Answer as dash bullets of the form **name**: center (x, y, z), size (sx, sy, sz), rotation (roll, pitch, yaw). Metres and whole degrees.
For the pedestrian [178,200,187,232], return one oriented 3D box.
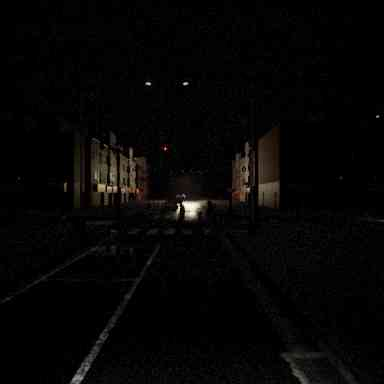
- **pedestrian**: center (-0.538, 1.305, 18.329), size (0.375, 1.860, 0.375), rotation (0, 0, 0)

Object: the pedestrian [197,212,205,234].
- **pedestrian**: center (0.512, 1.585, 17.729), size (0.375, 1.300, 0.375), rotation (0, 0, 0)

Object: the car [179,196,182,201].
- **car**: center (-2.635, 1.600, 44.197), size (1.887, 1.381, 4.507), rotation (0, 0, 0)

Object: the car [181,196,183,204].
- **car**: center (-2.636, 1.651, 49.803), size (1.802, 1.307, 4.206), rotation (0, 0, 0)

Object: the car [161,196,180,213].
- **car**: center (-2.635, 1.568, 38.423), size (1.752, 1.417, 4.829), rotation (0, 0, 0)

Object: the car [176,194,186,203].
- **car**: center (-2.637, 1.543, 61.014), size (1.967, 1.590, 4.097), rotation (0, 0, 0)

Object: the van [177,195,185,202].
- **van**: center (-2.637, 1.502, 77.831), size (1.690, 1.788, 3.998), rotation (0, 0, 0)

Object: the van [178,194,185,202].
- **van**: center (-2.638, 1.523, 83.436), size (1.690, 1.788, 3.998), rotation (0, 0, 0)

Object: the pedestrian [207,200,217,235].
- **pedestrian**: center (0.985, 1.304, 17.129), size (0.375, 1.860, 0.375), rotation (0, 0, 0)

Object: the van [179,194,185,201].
- **van**: center (-2.638, 1.545, 89.042), size (1.690, 1.788, 3.998), rotation (0, 0, 0)
